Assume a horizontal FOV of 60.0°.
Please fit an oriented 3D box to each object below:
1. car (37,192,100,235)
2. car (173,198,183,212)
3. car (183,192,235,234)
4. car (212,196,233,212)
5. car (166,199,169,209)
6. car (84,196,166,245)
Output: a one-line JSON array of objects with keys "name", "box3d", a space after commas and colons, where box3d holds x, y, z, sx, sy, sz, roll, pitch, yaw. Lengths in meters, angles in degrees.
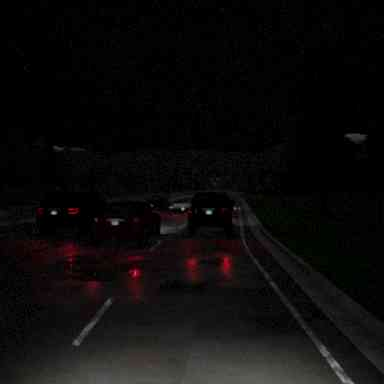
[{"name": "car", "box3d": [-5.963, 1.015, 17.747, 2.150, 2.045, 5.566, 0, 1, 6]}, {"name": "car", "box3d": [-0.528, 1.238, 32.671, 1.895, 1.301, 4.718, 0, 1, 8]}, {"name": "car", "box3d": [1.102, 1.022, 18.084, 2.150, 2.045, 5.566, 0, 1, 7]}, {"name": "car", "box3d": [3.255, 1.186, 34.530, 1.994, 1.385, 4.181, 0, 1, 8]}, {"name": "car", "box3d": [-3.699, 1.129, 35.344, 1.812, 1.442, 4.674, 0, 1, 8]}, {"name": "car", "box3d": [-2.716, 1.184, 14.686, 2.097, 1.767, 4.553, 0, 1, 5]}]
